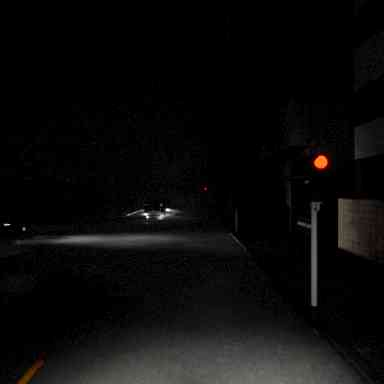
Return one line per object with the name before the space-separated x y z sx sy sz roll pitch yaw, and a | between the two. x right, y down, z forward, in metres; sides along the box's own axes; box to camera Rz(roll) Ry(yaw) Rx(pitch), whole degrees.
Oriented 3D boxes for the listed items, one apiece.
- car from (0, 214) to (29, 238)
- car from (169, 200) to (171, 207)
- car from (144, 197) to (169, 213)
car | -10.400 1.491 15.889 4.902 1.511 2.128 0 0 3
car | -4.103 1.601 47.674 1.895 1.301 4.718 0 0 0
car | -4.117 1.352 37.612 2.097 1.767 4.553 0 0 0
